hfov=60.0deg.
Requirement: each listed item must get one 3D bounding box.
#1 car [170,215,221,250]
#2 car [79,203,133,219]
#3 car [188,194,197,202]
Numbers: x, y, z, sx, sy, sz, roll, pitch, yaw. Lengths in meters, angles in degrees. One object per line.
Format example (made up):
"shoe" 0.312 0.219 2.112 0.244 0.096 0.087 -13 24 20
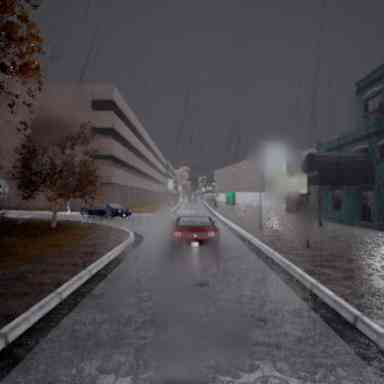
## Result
"car" 0.068 1.618 14.253 1.895 1.301 4.718 0 0 -1
"car" -7.484 1.594 28.636 4.718 1.301 1.895 1 -1 32
"car" 0.159 1.705 77.940 2.033 1.411 5.357 0 0 0
